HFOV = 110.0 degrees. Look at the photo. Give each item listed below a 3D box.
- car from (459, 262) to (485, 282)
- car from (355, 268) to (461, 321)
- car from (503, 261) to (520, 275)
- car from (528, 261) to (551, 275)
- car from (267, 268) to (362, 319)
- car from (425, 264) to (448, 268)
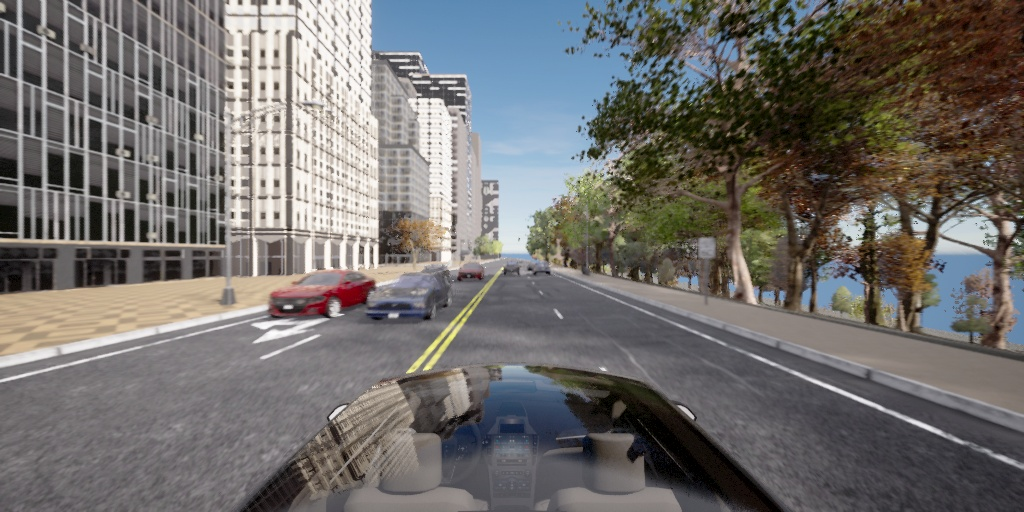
[{"bbox_3d":[-3.347,1.280,30.366,1.882,1.535,5.008,0,0,0],"label":"car"},{"bbox_3d":[-3.352,1.313,12.825,2.033,1.411,5.357,0,0,0],"label":"car"},{"bbox_3d":[-0.011,1.322,40.527,2.128,1.511,4.902,0,0,0],"label":"car"},{"bbox_3d":[3.231,1.384,39.856,2.033,1.411,5.357,0,0,0],"label":"car"},{"bbox_3d":[-6.599,1.237,13.072,1.882,1.535,5.008,0,0,0],"label":"car"},{"bbox_3d":[-6.594,1.362,31.458,1.994,1.385,4.181,0,0,0],"label":"car"}]
